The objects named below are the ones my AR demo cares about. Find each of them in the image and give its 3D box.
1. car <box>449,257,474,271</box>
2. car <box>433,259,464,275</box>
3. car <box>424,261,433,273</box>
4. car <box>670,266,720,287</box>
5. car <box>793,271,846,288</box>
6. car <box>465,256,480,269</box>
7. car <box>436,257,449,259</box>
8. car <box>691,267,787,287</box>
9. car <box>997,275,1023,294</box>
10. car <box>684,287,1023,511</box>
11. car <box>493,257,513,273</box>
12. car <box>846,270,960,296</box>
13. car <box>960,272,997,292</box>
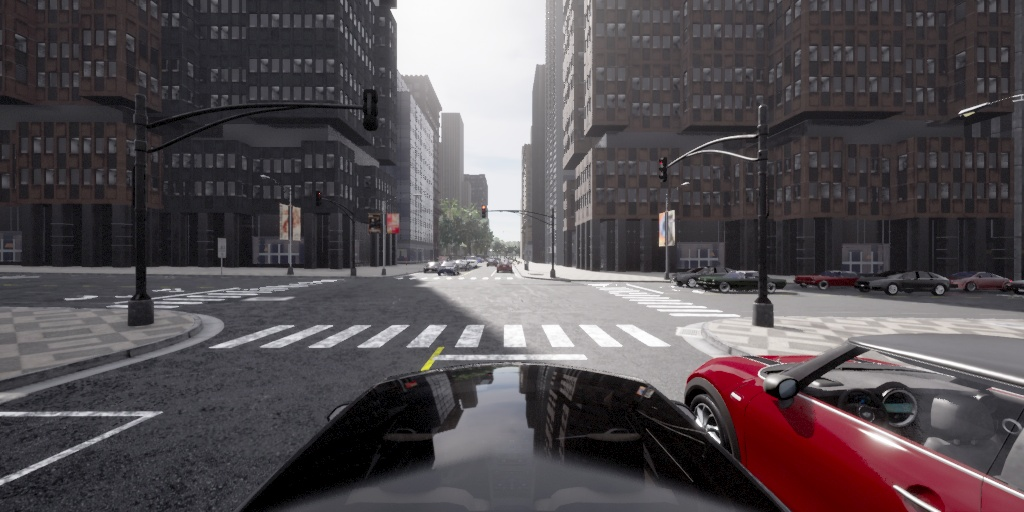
[{"bbox_3d":[-6.832,1.261,48.581,2.128,1.511,4.902,0,0,-1],"label":"car"},{"bbox_3d":[-6.684,1.294,38.314,2.033,1.411,5.357,0,0,-1],"label":"car"},{"bbox_3d":[-9.429,1.323,43.406,1.948,1.339,4.313,0,0,-1],"label":"car"},{"bbox_3d":[13.854,1.476,25.578,4.892,1.490,1.837,1,0,-1],"label":"car"},{"bbox_3d":[23.073,1.706,25.682,4.718,1.301,1.895,1,0,-1],"label":"car"},{"bbox_3d":[-6.962,1.015,59.212,2.150,2.045,5.566,0,0,0],"label":"car"},{"bbox_3d":[-9.503,1.084,48.831,2.192,1.841,5.009,0,0,-1],"label":"car"},{"bbox_3d":[14.160,1.580,22.332,4.718,1.301,1.895,1,0,-3],"label":"car"},{"bbox_3d":[34.741,1.826,22.591,5.357,1.411,2.033,1,0,-1],"label":"car"},{"bbox_3d":[2.761,1.190,2.153,1.967,1.591,4.097,0,0,0],"label":"car"},{"bbox_3d":[-0.905,1.197,43.519,1.967,1.591,4.097,0,0,-1],"label":"car"},{"bbox_3d":[24.360,1.632,22.464,4.892,1.490,1.837,1,0,-1],"label":"car"},{"bbox_3d":[33.039,1.814,25.816,4.181,1.385,1.994,1,0,-1],"label":"car"}]
